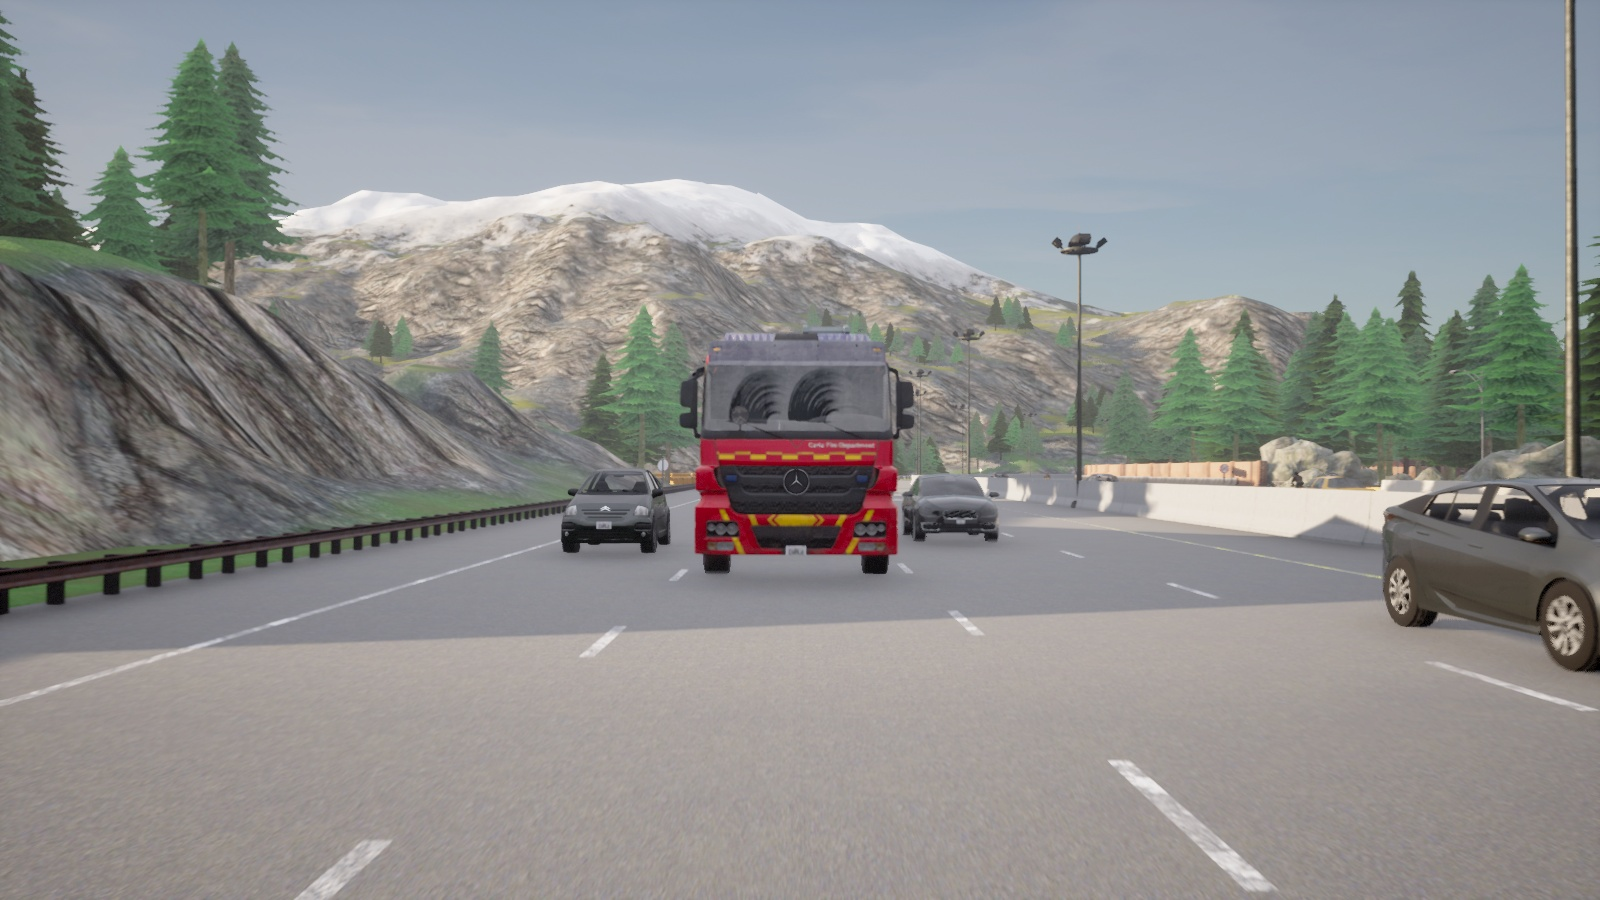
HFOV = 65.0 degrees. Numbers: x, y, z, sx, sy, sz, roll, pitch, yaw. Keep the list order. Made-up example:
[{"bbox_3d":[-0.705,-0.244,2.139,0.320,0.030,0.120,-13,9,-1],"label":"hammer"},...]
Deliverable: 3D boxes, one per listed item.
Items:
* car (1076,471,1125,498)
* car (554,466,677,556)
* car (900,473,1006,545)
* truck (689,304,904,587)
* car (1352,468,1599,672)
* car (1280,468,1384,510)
[{"bbox_3d":[17.324,1.974,72.601,1.816,1.474,4.193,0,-1,0],"label":"car"},{"bbox_3d":[-3.561,1.143,24.866,1.851,1.617,3.988,0,-1,0],"label":"car"},{"bbox_3d":[3.430,1.291,29.002,1.837,1.490,4.892,0,-1,0],"label":"car"},{"bbox_3d":[-0.056,0.006,21.237,2.891,3.827,8.468,0,-1,0],"label":"truck"},{"bbox_3d":[6.972,0.923,11.305,2.007,1.525,4.514,0,-1,0],"label":"car"},{"bbox_3d":[20.880,1.499,49.519,1.801,1.575,5.366,0,-1,0],"label":"car"}]
